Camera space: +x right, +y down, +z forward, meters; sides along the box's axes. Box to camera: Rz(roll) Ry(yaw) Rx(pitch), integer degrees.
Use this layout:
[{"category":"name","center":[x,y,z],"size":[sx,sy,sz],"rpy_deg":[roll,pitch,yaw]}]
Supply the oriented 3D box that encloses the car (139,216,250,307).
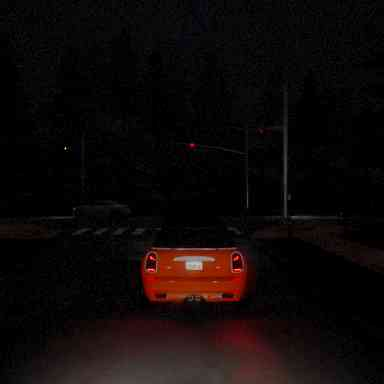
[{"category":"car","center":[0.049,1.352,8.149],"size":[2.097,1.767,4.553],"rpy_deg":[0,0,0]}]

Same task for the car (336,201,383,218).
[{"category":"car","center":[14.475,1.438,27.394],"size":[4.718,1.301,1.895],"rpy_deg":[0,0,0]}]

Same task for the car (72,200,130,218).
[{"category":"car","center":[-7.441,1.374,27.311],"size":[4.674,1.442,1.812],"rpy_deg":[0,0,0]}]
